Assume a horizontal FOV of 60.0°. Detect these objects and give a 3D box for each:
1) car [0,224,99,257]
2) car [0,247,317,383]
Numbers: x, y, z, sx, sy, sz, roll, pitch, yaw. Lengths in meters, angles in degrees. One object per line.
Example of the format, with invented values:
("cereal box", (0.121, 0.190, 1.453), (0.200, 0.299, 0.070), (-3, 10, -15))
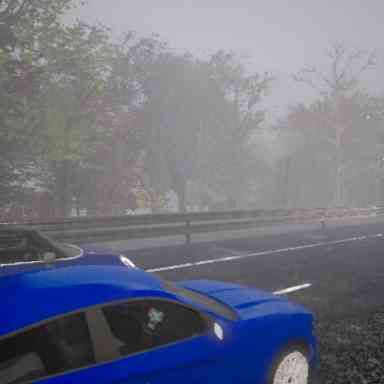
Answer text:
("car", (-3.172, 1.353, 5.795), (4.553, 1.767, 2.097), (0, 0, -36))
("car", (-0.849, 1.478, 3.153), (5.008, 1.535, 1.882), (0, 0, -36))
